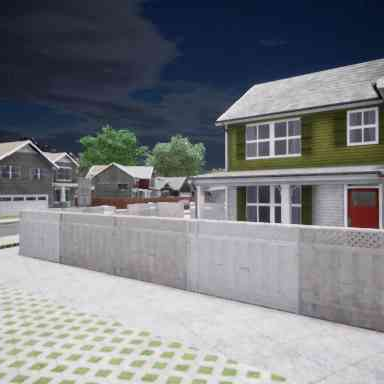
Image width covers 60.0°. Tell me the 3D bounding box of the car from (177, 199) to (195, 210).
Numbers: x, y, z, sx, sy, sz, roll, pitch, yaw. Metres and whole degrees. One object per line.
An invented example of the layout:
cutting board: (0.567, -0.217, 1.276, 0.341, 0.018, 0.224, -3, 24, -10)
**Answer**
car: (-0.702, 1.703, 45.715, 1.812, 1.442, 4.674, 0, 0, 21)
